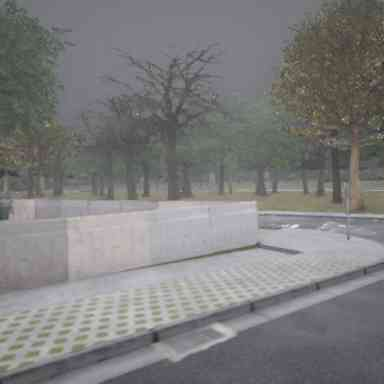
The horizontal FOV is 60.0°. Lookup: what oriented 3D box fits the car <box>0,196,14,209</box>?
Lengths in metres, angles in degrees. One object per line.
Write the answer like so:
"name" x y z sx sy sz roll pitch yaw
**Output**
"car" -18.536 1.099 32.525 4.902 1.511 2.128 0 2 32
